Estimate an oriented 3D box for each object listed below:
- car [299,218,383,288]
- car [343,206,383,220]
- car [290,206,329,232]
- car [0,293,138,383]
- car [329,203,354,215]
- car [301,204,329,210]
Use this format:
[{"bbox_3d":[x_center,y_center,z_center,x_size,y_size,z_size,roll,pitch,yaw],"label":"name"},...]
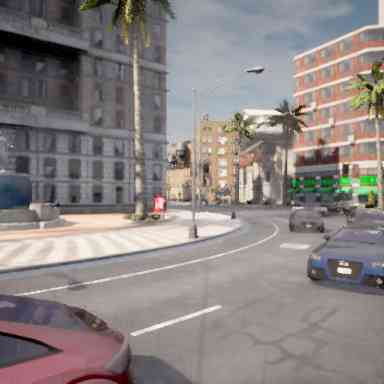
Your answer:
[{"bbox_3d":[4.800,1.677,9.344,1.994,1.385,4.181,0,-1,38],"label":"car"},{"bbox_3d":[9.594,1.722,18.105,1.837,1.490,4.892,0,-1,20],"label":"car"},{"bbox_3d":[7.408,1.853,21.631,1.994,1.385,4.181,0,-1,15],"label":"car"},{"bbox_3d":[-2.520,1.589,2.485,4.181,1.385,1.994,1,-1,-37],"label":"car"},{"bbox_3d":[17.968,1.998,40.062,1.812,1.442,4.674,0,-1,-10],"label":"car"},{"bbox_3d":[14.310,2.076,40.904,1.895,1.301,4.718,0,-1,-12],"label":"car"}]
